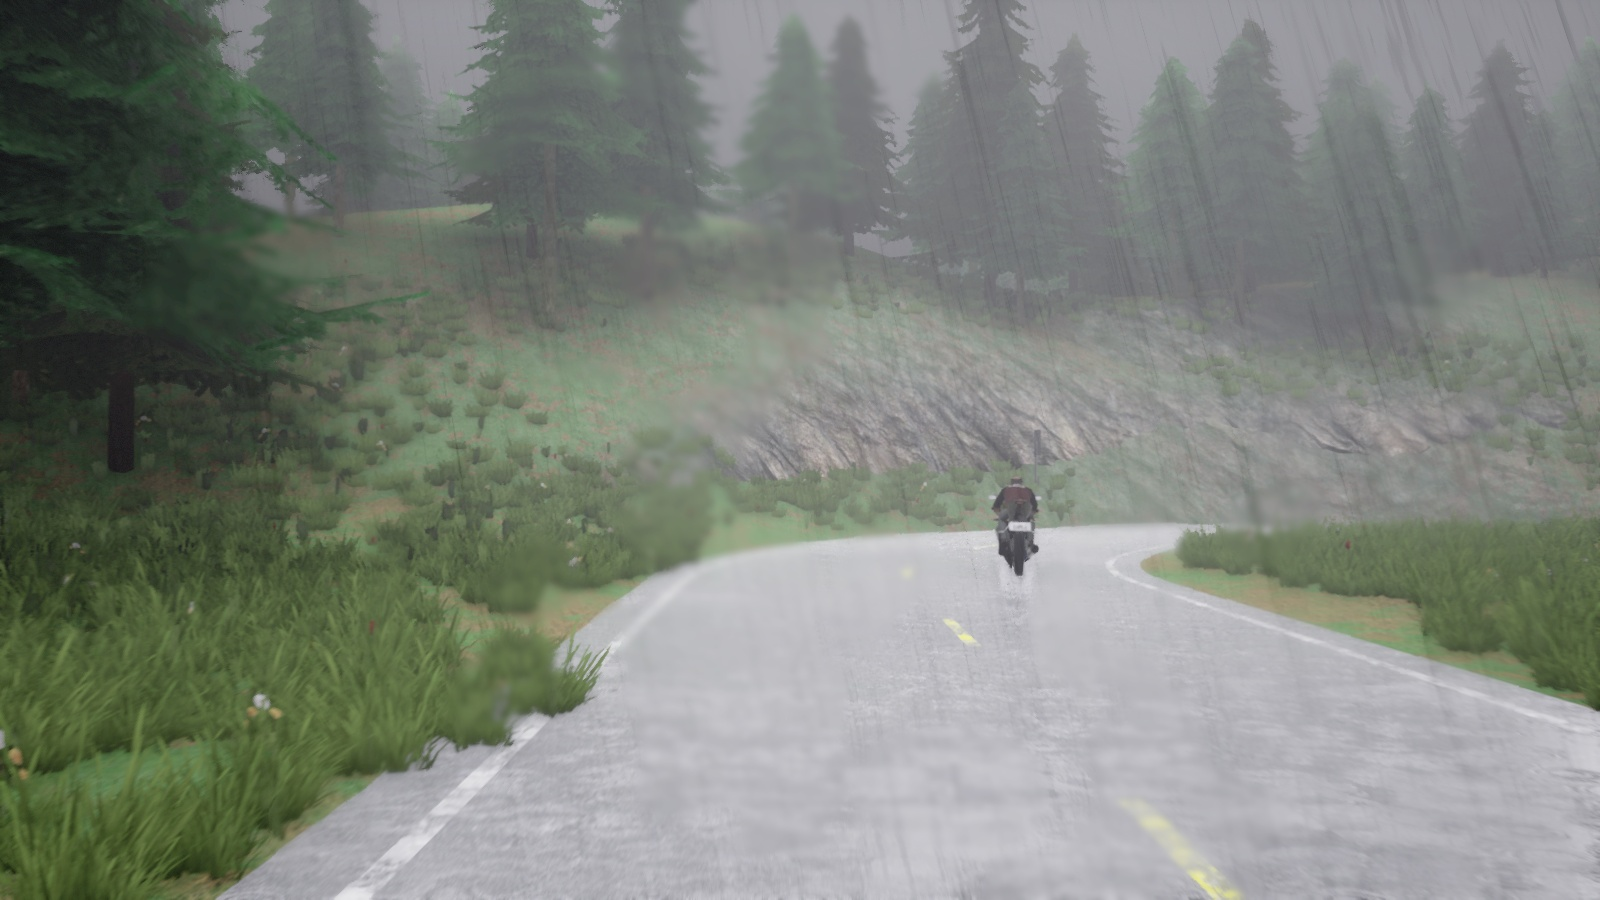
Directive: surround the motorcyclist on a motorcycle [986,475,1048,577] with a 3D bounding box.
[{"bbox_3d":[3.461,1.174,20.180,0.866,1.530,2.191,1,-1,7],"label":"motorcyclist on a motorcycle"}]
